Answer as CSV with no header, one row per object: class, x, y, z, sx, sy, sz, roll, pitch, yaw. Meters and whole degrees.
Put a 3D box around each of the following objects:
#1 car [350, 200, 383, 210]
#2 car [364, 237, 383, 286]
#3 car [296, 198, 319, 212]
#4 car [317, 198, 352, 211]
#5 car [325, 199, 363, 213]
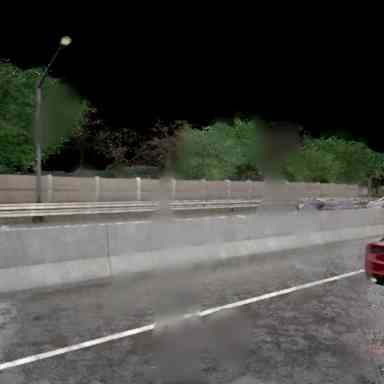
car,15.596,1.509,27.884,4.674,1.442,1.812,0,0,-35
car,6.224,1.471,8.165,5.008,1.535,1.882,0,0,-35
car,14.103,1.475,38.787,4.902,1.511,2.128,0,0,-38
car,13.989,1.547,31.032,4.181,1.385,1.994,0,0,-35
car,17.179,1.510,37.534,4.674,1.442,1.812,0,0,-35
